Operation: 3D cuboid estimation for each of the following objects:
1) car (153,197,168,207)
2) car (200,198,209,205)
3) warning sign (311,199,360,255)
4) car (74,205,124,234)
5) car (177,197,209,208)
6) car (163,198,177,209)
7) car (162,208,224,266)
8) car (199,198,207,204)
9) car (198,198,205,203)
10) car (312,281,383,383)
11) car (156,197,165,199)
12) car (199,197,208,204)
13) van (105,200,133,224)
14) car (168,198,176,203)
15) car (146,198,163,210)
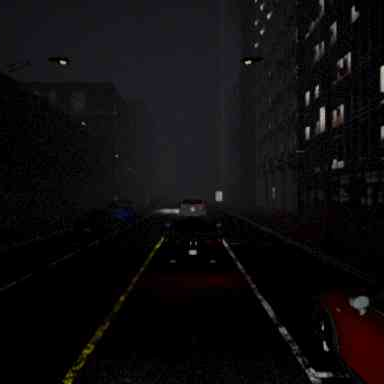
[{"bbox_3d":[-5.670,1.751,59.745,2.192,1.841,5.009,0,0,0],"label":"car"},{"bbox_3d":[2.715,2.049,71.207,1.752,1.417,4.829,0,0,0],"label":"car"},{"bbox_3d":[5.072,1.200,11.847,1.300,1.860,1.060,0,0,0],"label":"warning sign"},{"bbox_3d":[-5.684,1.711,20.204,1.947,1.339,4.313,0,0,0],"label":"car"},{"bbox_3d":[0.076,1.430,28.960,2.150,2.045,5.566,0,0,0],"label":"car"},{"bbox_3d":[-3.058,1.982,52.673,1.895,1.301,4.718,0,0,0],"label":"car"},{"bbox_3d":[0.053,1.563,11.913,1.882,1.535,5.008,0,0,1],"label":"car"},{"bbox_3d":[2.719,2.161,82.334,2.008,1.369,4.403,0,0,0],"label":"car"},{"bbox_3d":[2.723,2.267,93.630,1.947,1.339,4.313,0,0,0],"label":"car"},{"bbox_3d":[2.691,1.464,3.256,1.967,1.590,4.097,0,0,0],"label":"car"},{"bbox_3d":[-5.671,1.974,54.094,1.802,1.307,4.206,0,0,0],"label":"car"},{"bbox_3d":[2.717,2.006,76.685,1.967,1.590,4.097,0,0,0],"label":"car"},{"bbox_3d":[-5.681,1.526,25.854,1.690,1.788,3.998,0,0,0],"label":"van"},{"bbox_3d":[-5.658,2.267,93.633,1.947,1.339,4.313,0,0,0],"label":"car"},{"bbox_3d":[-5.673,1.930,48.446,1.802,1.307,4.206,0,0,0],"label":"car"}]
